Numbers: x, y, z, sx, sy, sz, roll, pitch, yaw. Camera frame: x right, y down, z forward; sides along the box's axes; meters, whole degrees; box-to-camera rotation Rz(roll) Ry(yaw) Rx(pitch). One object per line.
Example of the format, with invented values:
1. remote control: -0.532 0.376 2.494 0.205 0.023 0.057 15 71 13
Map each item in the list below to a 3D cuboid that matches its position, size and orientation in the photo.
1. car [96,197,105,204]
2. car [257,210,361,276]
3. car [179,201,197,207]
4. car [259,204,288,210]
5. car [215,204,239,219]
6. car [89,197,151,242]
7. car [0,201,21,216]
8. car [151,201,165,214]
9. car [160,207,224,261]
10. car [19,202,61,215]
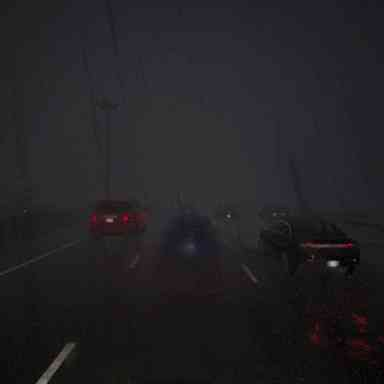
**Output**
1. car: -20.206 1.887 73.644 1.882 1.535 5.008 0 0 -15
2. car: 3.442 1.558 10.588 2.128 1.511 4.902 0 0 -1
3. car: -0.457 1.766 37.045 1.812 1.442 4.674 0 0 -1
4. car: 6.714 1.717 27.141 2.033 1.411 5.357 0 0 -1
5. car: 3.165 1.799 31.069 1.895 1.301 4.718 0 0 -1
6. car: -3.635 1.339 17.218 2.150 2.045 5.566 0 0 -1
7. car: -18.117 1.716 33.956 1.882 1.535 5.008 0 0 -1
8. car: -3.924 1.727 35.675 2.128 1.511 4.902 0 0 -1
9. car: -0.080 1.560 12.628 1.882 1.535 5.008 0 0 -1
10. car: -14.572 1.827 32.517 1.895 1.301 4.718 0 0 -1
